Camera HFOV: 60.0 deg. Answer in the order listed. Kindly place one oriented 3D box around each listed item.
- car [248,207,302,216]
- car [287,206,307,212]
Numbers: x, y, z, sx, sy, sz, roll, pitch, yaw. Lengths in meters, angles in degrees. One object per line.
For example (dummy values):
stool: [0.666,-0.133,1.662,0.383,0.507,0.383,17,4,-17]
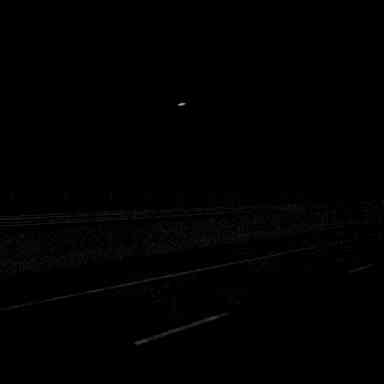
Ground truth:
car: [6.889,2.206,27.945,4.718,1.301,1.895,0,-2,-40]
car: [10.564,2.255,35.582,4.674,1.442,1.812,0,-2,-40]
